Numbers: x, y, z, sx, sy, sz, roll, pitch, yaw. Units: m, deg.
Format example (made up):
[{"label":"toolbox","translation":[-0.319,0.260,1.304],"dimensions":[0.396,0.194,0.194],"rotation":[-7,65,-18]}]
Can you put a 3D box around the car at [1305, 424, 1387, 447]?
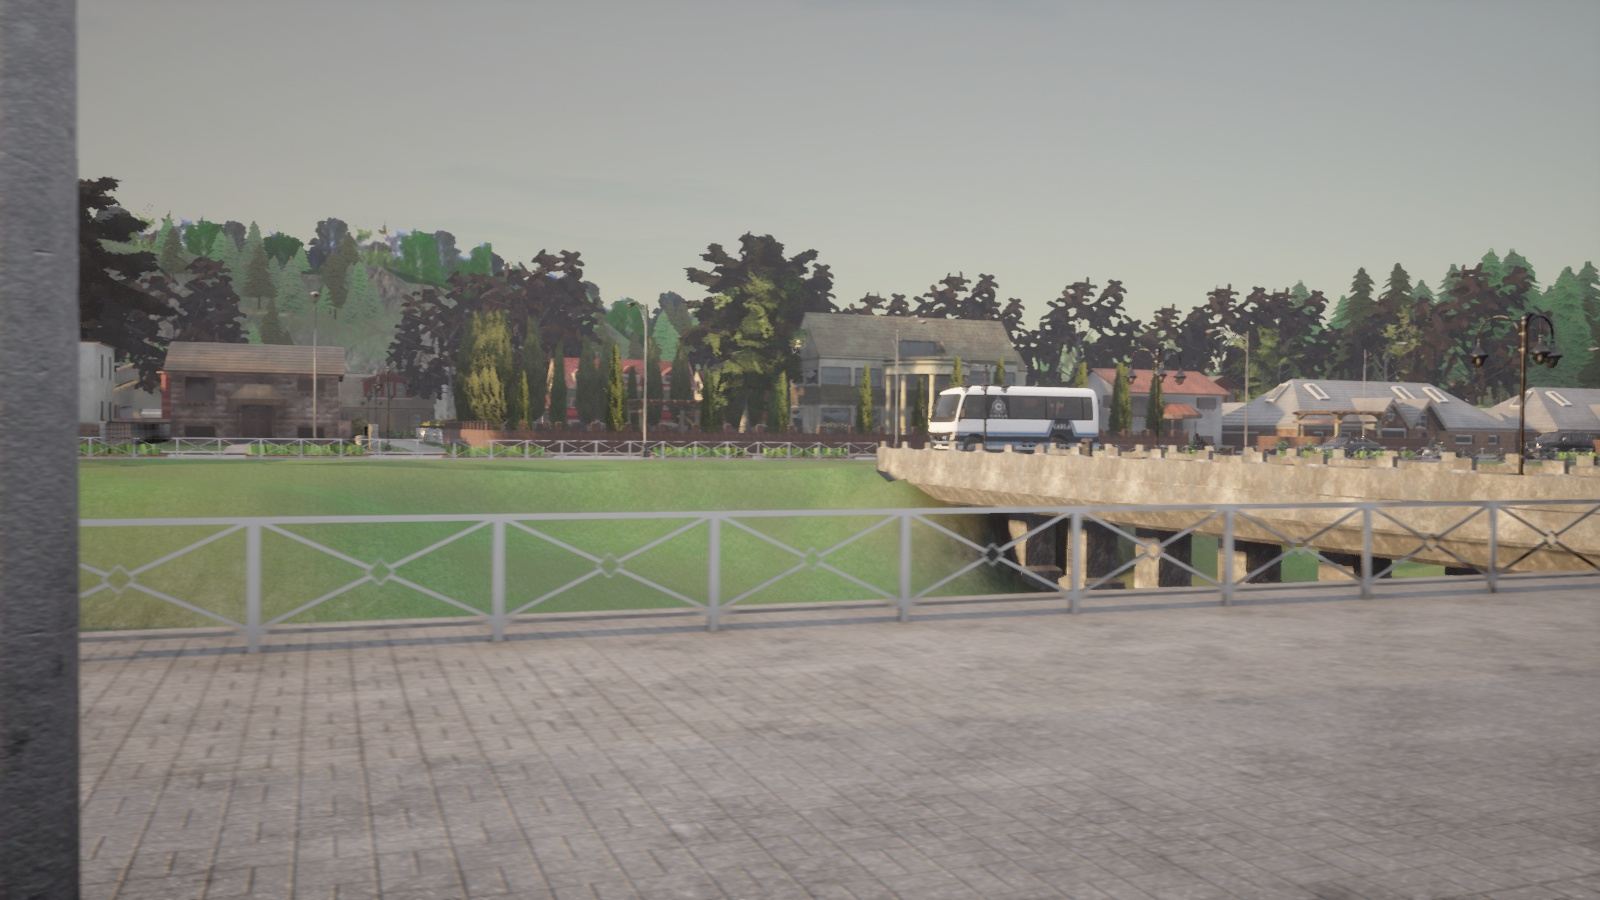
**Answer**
[{"label":"car","translation":[36.323,-0.972,83.584],"dimensions":[4.902,1.511,2.128],"rotation":[-1,1,-21]}]

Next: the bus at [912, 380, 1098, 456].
[{"label":"bus","translation":[12.150,-1.905,74.383],"dimensions":[10.273,4.253,3.944],"rotation":[-1,1,-21]}]
